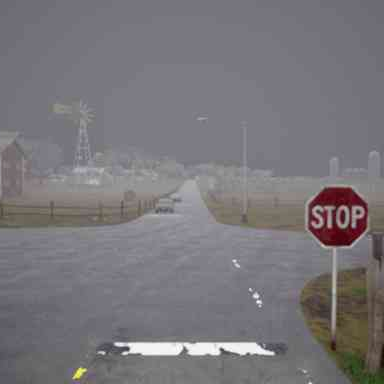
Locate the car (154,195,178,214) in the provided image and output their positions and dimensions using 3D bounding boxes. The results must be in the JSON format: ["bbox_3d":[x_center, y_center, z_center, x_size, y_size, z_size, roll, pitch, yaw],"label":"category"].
[{"bbox_3d":[-2.787,1.420,34.970,1.837,1.490,4.892,0,1,0],"label":"car"}]

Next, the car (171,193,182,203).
[{"bbox_3d":[-2.734,1.002,54.427,1.882,1.535,5.008,0,1,0],"label":"car"}]
